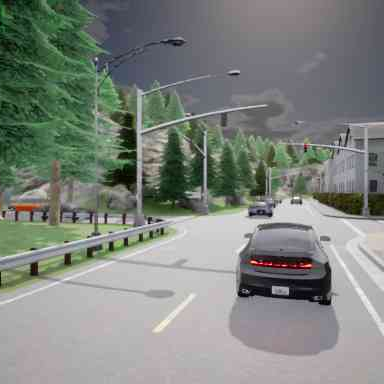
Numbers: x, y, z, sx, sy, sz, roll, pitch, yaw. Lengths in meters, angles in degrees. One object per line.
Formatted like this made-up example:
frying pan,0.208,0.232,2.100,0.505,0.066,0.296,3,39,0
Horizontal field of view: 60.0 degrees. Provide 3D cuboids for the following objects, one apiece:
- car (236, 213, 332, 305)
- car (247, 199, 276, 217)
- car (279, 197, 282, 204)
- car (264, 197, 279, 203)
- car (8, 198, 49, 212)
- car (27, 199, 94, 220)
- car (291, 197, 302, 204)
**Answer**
car,2.299,1.505,8.222,1.837,1.490,4.892,0,0,18
car,6.016,1.567,30.005,1.994,1.385,4.181,0,0,6
car,16.221,1.611,63.608,1.994,1.385,4.181,0,0,18
car,10.723,1.564,46.729,1.994,1.385,4.181,0,0,18
car,-16.033,1.367,33.220,4.553,1.767,2.097,0,0,18
car,-10.619,1.563,27.707,5.357,1.411,2.033,0,0,19
car,19.599,1.562,62.352,1.994,1.385,4.181,0,0,18
